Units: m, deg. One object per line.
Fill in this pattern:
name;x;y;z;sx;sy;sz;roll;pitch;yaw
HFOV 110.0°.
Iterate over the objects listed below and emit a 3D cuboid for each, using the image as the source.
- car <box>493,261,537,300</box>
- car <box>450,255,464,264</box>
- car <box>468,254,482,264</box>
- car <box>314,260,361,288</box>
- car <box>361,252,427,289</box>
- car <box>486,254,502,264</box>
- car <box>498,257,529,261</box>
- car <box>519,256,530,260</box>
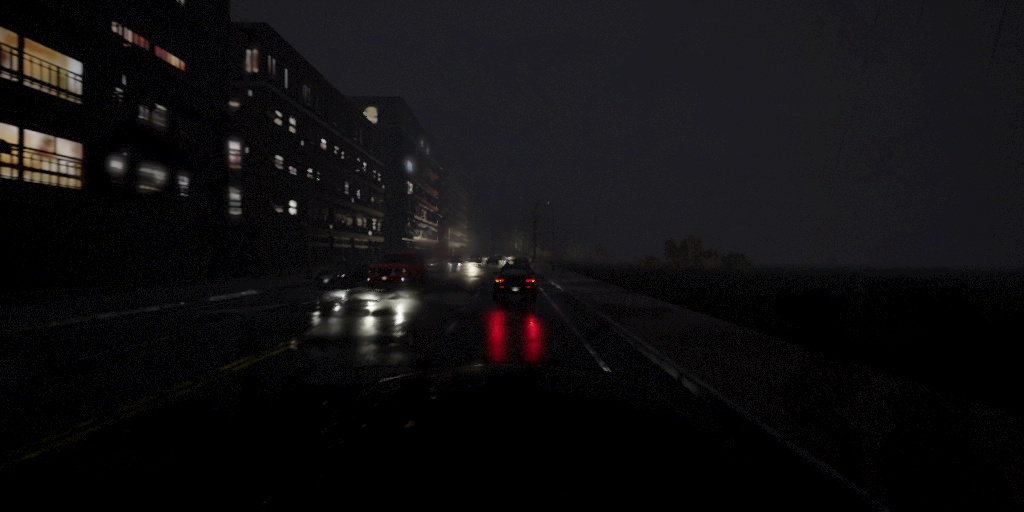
car;0.094;1.122;16.297;1.812;1.442;4.674;0;0;-1
car;-9.772;0.598;63.649;1.837;1.490;4.892;0;1;0
car;-6.522;0.442;63.752;2.097;1.767;4.553;0;1;0
car;-9.845;1.030;21.438;2.128;1.511;4.902;0;1;0
car;-6.597;0.762;21.285;2.150;2.045;5.566;0;1;0
car;-3.257;0.686;60.137;1.994;1.385;4.181;0;1;0
car;0.102;1.015;29.769;1.994;1.385;4.181;0;1;0
car;1.132;0.785;43.172;1.882;1.535;5.008;0;1;0
